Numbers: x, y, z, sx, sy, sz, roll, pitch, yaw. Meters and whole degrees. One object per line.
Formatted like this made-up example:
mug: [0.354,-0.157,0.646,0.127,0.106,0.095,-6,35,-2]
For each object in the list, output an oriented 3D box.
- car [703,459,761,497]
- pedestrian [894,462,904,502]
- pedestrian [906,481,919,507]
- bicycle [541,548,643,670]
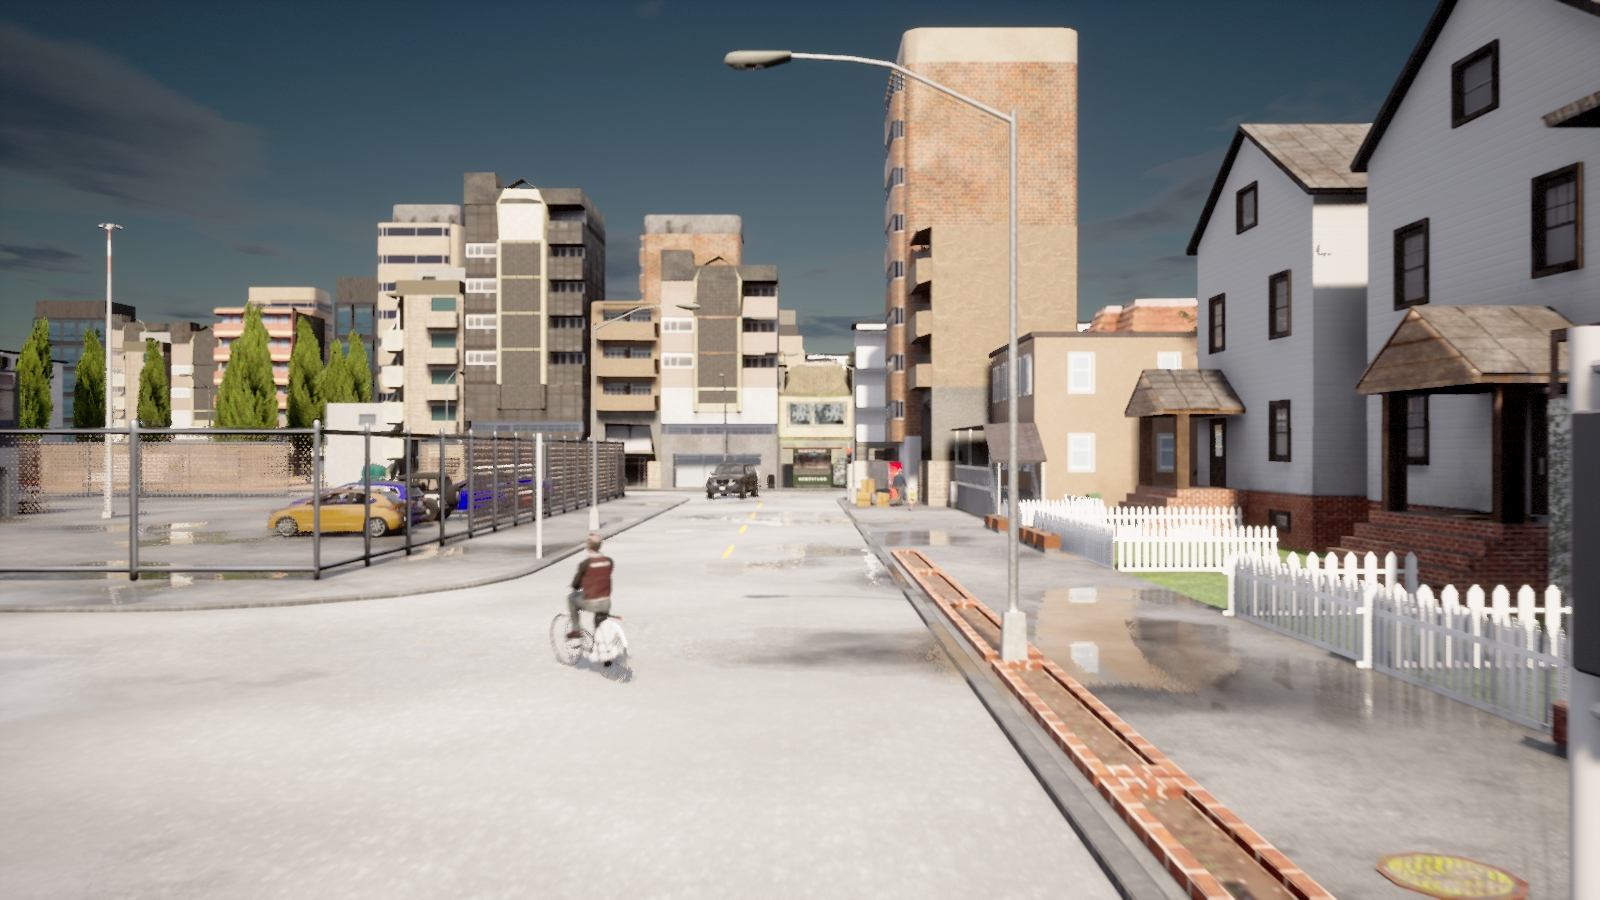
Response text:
car: [-3.863,1.558,65.965,2.150,2.045,5.566,0,0,9]
pedestrian: [4.690,1.515,54.010,0.375,1.860,0.375,0,0,26]
pedestrian: [4.915,1.904,49.883,0.500,1.100,0.500,0,0,10]
bicycle: [-2.620,1.940,14.234,0.329,1.271,1.835,-5,3,-39]
